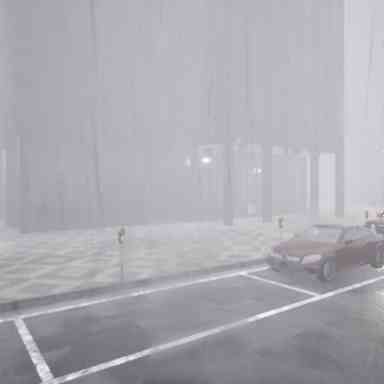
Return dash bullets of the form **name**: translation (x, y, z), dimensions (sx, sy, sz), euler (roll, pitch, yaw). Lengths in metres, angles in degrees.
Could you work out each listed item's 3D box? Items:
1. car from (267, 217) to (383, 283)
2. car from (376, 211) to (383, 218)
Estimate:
- **car**: translation (3.997, 1.558, 9.519), dimensions (4.206, 1.307, 1.802), euler (0, 0, -36)
- **car**: translation (8.562, 1.275, 12.792), dimensions (5.009, 1.841, 2.192), euler (0, 0, -36)
